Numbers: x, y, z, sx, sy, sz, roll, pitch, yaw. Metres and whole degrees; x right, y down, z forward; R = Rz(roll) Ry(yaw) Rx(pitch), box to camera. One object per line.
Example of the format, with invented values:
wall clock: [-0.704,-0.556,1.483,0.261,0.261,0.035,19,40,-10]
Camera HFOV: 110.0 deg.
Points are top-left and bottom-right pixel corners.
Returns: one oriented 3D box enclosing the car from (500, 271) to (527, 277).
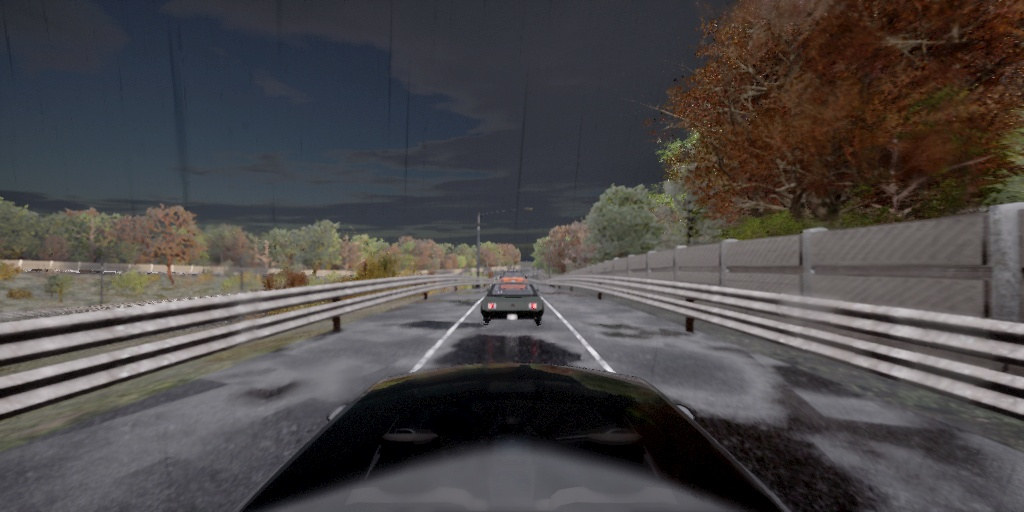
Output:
car: [0.109,1.933,27.238,2.097,1.767,4.553,0,-3,1]

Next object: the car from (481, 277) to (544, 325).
car: [0.019,1.562,12.734,1.895,1.301,4.718,0,-2,0]
